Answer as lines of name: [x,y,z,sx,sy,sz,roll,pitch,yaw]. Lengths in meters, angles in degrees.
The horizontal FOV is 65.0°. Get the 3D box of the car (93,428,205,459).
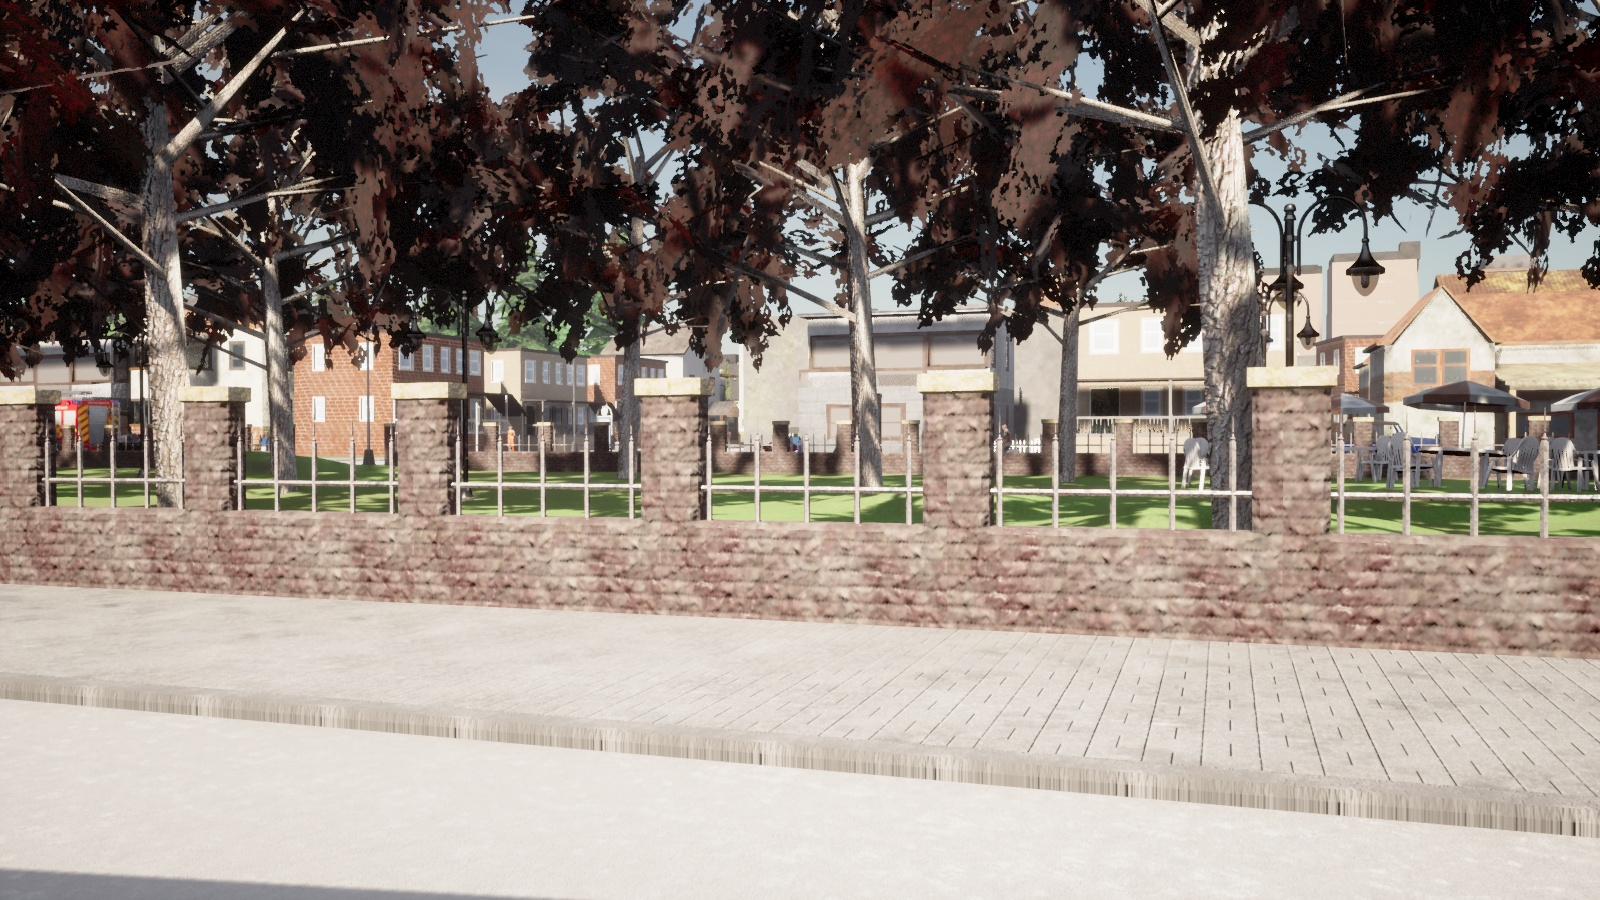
car: [-32.327,-0.338,62.417,4.902,1.511,2.128,1,1,18]

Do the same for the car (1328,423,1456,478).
car: [20.874,-0.011,44.431,3.866,1.878,1.905,1,1,18]

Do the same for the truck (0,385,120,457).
truck: [-42.433,-1.619,70.039,8.468,3.827,2.891,1,1,19]
